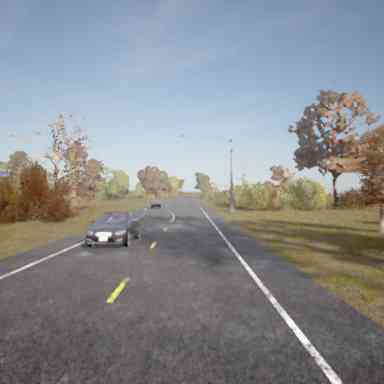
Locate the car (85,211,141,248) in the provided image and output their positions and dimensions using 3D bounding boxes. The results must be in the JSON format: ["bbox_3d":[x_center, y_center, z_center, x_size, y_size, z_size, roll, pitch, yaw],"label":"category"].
[{"bbox_3d":[-3.628,1.681,16.007,2.128,1.511,4.902,0,-1,0],"label":"car"}]

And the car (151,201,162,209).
[{"bbox_3d":[-6.166,2.222,57.132,1.895,1.301,4.718,0,-1,-6],"label":"car"}]
